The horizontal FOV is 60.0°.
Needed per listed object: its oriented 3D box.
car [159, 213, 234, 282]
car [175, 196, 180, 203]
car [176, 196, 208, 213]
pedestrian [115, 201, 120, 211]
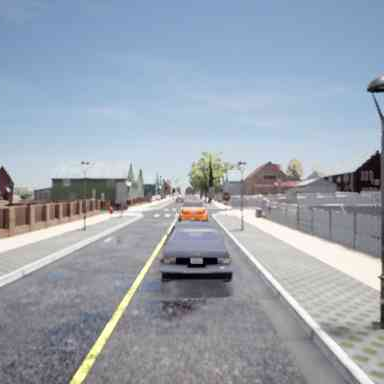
[{"bbox_3d":[0.100,1.579,9.861,2.033,1.411,5.357,0,0,0],"label":"car"},{"bbox_3d":[-2.748,1.727,73.644,2.128,1.511,4.902,0,0,0],"label":"car"},{"bbox_3d":[0.098,1.432,25.769,2.097,1.767,4.553,0,0,0],"label":"car"},{"bbox_3d":[-9.691,1.586,43.307,0.375,1.860,0.375,0,0,0],"label":"pedestrian"}]
